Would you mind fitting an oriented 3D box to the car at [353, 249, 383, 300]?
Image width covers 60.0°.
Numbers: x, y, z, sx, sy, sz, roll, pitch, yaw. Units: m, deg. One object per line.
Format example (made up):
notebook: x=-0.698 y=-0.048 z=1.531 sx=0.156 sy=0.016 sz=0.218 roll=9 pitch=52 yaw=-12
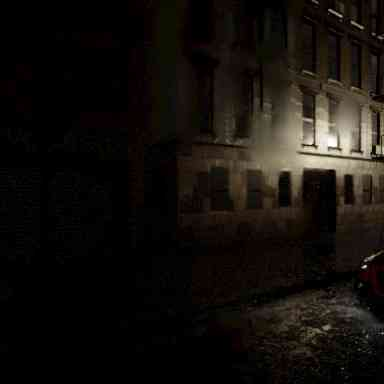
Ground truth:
car: x=5.363 y=1.533 z=7.198 sx=4.181 sy=1.385 sz=1.994 roll=0 pitch=0 yaw=-35
